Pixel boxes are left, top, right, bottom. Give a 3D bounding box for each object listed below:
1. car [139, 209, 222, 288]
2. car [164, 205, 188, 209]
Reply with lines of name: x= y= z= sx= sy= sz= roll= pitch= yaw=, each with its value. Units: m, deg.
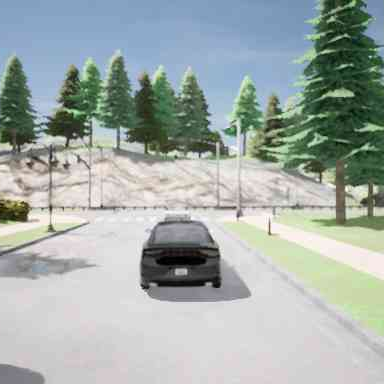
car: x=-0.328 y=1.486 z=9.323 sx=1.882 sy=1.535 sz=5.008 roll=0 pitch=0 yaw=-2
car: x=-1.206 y=1.621 z=25.311 sx=1.895 sy=1.301 sz=4.718 roll=0 pitch=0 yaw=-5
